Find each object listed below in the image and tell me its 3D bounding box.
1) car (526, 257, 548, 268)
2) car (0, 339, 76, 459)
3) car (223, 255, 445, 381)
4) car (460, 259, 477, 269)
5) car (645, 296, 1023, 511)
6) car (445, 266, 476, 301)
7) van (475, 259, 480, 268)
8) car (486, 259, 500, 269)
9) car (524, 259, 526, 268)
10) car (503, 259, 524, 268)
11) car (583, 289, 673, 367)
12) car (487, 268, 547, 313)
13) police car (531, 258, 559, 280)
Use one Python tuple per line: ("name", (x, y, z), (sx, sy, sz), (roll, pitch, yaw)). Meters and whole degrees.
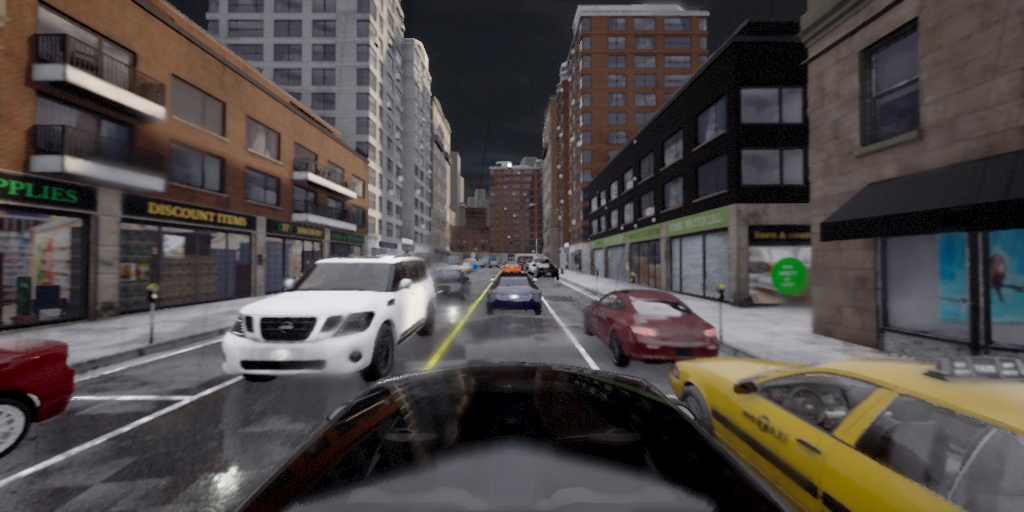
("car", (3.019, 1.117, 39.257), (2.150, 2.045, 5.566), (0, 0, 0))
("car", (-5.852, 1.304, 2.149), (1.888, 1.381, 4.507), (0, 0, 0))
("car", (-3.107, 0.994, 7.605), (2.150, 2.045, 5.566), (0, 0, 0))
("car", (-5.958, 1.470, 45.831), (1.751, 1.417, 4.829), (0, 0, 0))
("car", (2.673, 1.273, 2.332), (1.751, 1.417, 4.829), (0, 0, 0))
("car", (-3.124, 1.371, 17.722), (1.994, 1.385, 4.181), (0, 0, 0))
("van", (-5.972, 1.318, 51.484), (1.690, 1.789, 3.998), (0, 0, 0))
("car", (-3.172, 1.563, 64.265), (1.837, 1.490, 4.892), (0, 0, 0))
("car", (2.553, 1.517, 51.501), (2.007, 1.370, 4.403), (0, 0, 0))
("car", (0.003, 1.265, 41.825), (2.097, 1.767, 4.553), (0, 0, 0))
("car", (2.660, 1.346, 7.644), (1.802, 1.307, 4.207), (0, 0, 0))
("car", (0.074, 1.354, 14.144), (1.994, 1.385, 4.181), (0, 0, 0))
("police car", (3.064, 1.286, 32.335), (1.930, 1.638, 5.238), (0, 0, 0))
